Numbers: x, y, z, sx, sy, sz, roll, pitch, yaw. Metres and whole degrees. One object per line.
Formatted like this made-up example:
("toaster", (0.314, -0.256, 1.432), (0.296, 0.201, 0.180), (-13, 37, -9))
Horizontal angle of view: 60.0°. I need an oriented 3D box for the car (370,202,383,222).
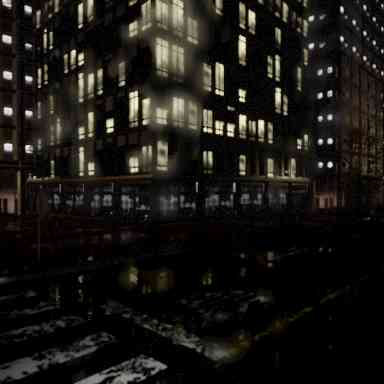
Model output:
("car", (15.297, 1.502, 25.733), (1.967, 1.590, 4.097), (-1, -1, 44))
